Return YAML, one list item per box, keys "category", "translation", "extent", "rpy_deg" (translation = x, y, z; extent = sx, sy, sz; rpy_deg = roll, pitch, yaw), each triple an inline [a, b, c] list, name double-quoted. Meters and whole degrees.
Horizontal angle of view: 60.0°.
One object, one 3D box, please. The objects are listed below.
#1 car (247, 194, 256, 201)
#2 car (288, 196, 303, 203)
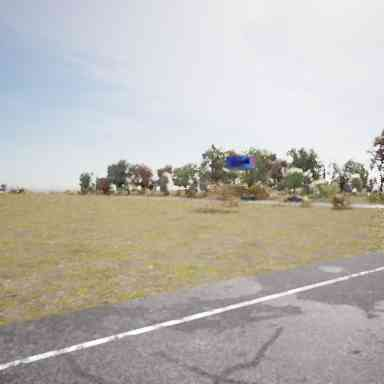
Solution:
- category: "car"
  translation: [13.587, 1.329, 81.286]
  extent: [1.837, 1.490, 4.892]
  rpy_deg: [0, 0, -33]
- category: "car"
  translation: [21.316, 1.472, 69.410]
  extent: [2.033, 1.411, 5.357]
  rpy_deg: [0, 0, -33]
